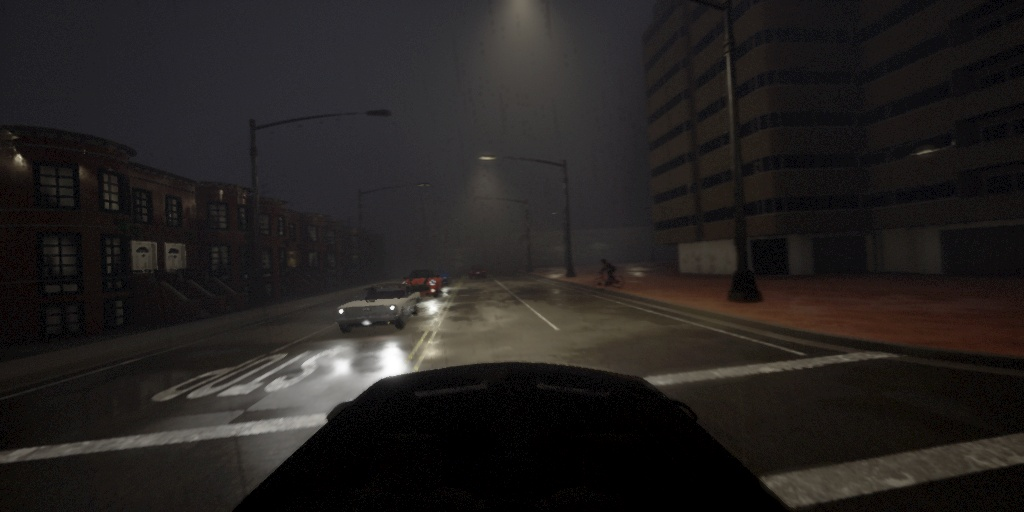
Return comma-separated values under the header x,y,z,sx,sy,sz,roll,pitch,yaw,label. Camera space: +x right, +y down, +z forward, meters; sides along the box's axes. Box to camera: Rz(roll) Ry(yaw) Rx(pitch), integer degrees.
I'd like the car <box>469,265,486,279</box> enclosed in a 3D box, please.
x,y,z,sx,sy,sz,roll,pitch,yaw,label
-4.159,1.948,43.557,1.994,1.385,4.181,-3,-1,-6,car

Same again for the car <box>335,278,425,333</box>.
x,y,z,sx,sy,sz,roll,pitch,yaw,label
-4.476,1.683,12.645,1.895,1.301,4.718,-3,-1,-6,car

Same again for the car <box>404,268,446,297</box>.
x,y,z,sx,sy,sz,roll,pitch,yaw,label
-5.545,1.592,22.351,2.097,1.767,4.553,-3,-1,-6,car

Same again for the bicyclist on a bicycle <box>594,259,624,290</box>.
x,y,z,sx,sy,sz,roll,pitch,yaw,label
5.024,0.949,18.817,1.656,1.620,0.582,-6,0,-6,bicyclist on a bicycle

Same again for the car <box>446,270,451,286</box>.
x,y,z,sx,sy,sz,roll,pitch,yaw,label
-6.635,1.881,32.357,1.882,1.535,5.008,-3,-1,-6,car
